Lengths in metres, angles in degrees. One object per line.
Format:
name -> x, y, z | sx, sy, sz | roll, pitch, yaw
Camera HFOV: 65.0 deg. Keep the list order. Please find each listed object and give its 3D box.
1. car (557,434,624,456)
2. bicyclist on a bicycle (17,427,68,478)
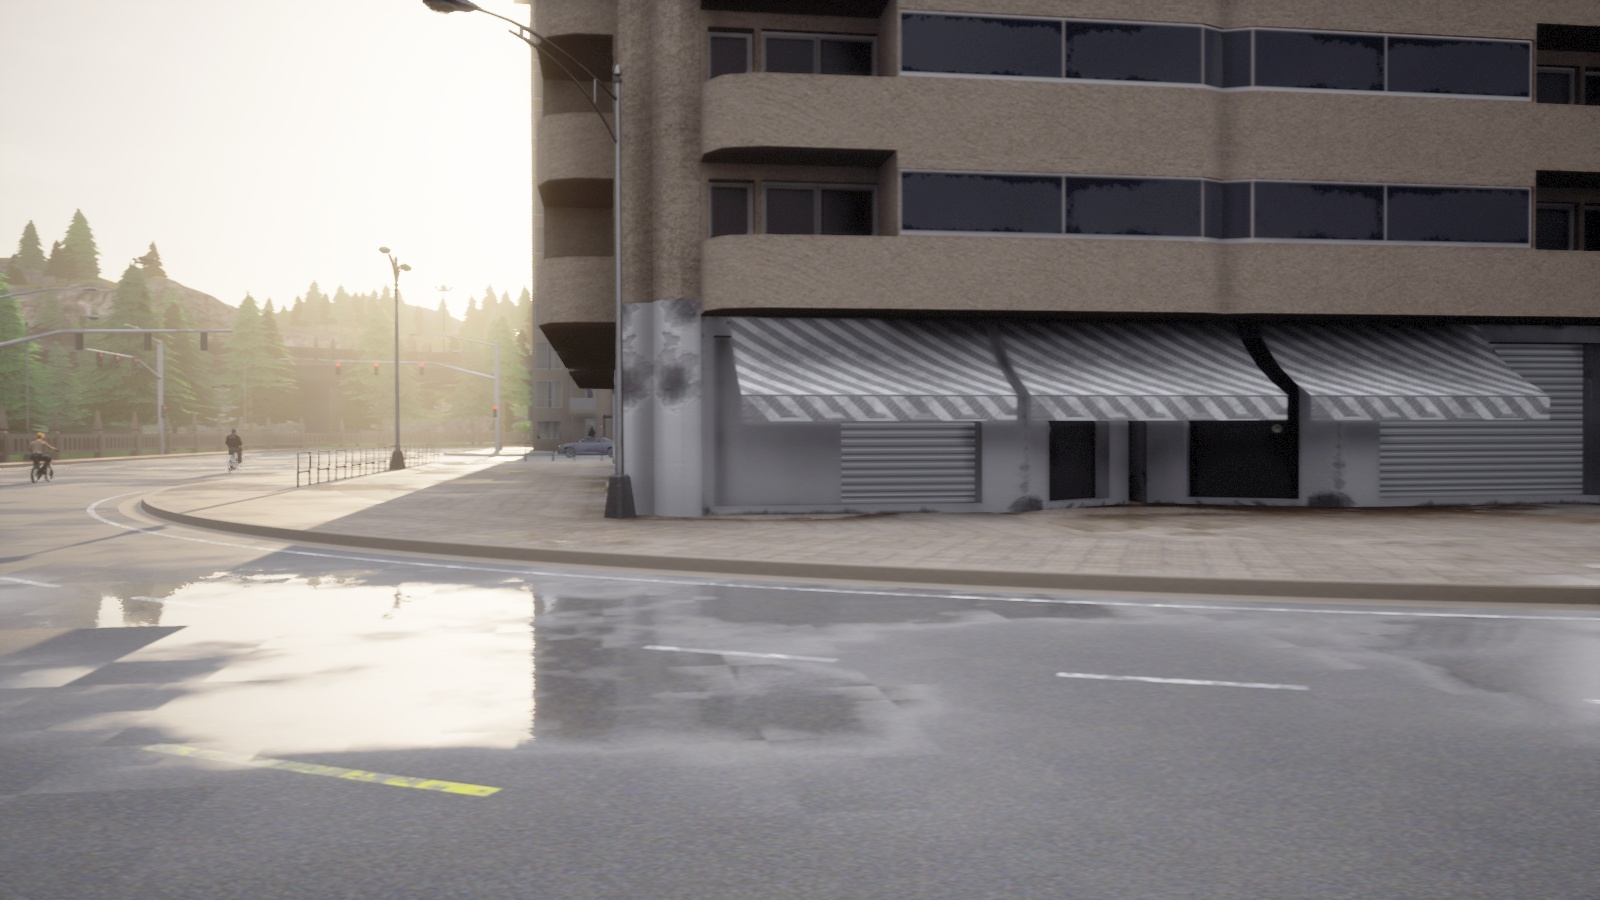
car -> -13.383, -0.311, 80.381 | 4.181, 1.385, 1.994 | 0, 1, -9
bicyclist on a bicycle -> -24.143, 0.065, 40.058 | 0.866, 1.612, 1.509 | 0, 1, -8
